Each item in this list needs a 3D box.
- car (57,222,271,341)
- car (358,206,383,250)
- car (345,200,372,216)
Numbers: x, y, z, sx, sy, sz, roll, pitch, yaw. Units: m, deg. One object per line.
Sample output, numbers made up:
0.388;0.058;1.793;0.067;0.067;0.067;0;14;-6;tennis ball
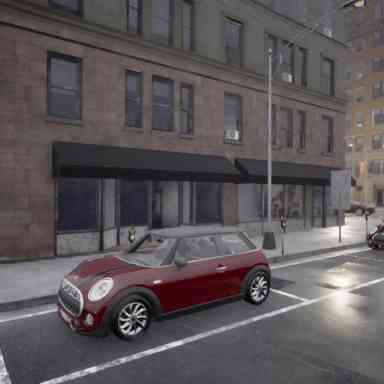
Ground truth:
-0.406;1.441;6.456;4.097;1.590;1.967;0;0;-35;car
8.555;1.445;12.813;4.097;1.590;1.967;0;0;-35;car
14.774;1.403;31.720;1.882;1.535;5.008;1;0;-37;car
